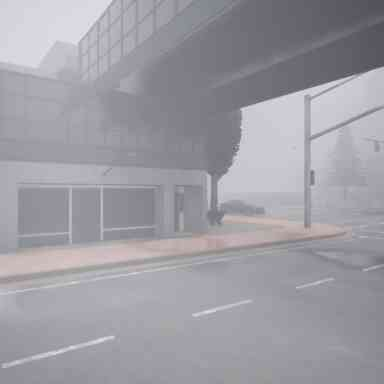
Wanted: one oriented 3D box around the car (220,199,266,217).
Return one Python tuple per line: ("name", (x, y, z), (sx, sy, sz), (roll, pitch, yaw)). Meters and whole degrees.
("car", (4.809, 1.477, 31.903), (1.882, 1.535, 5.008), (0, 0, -36))
